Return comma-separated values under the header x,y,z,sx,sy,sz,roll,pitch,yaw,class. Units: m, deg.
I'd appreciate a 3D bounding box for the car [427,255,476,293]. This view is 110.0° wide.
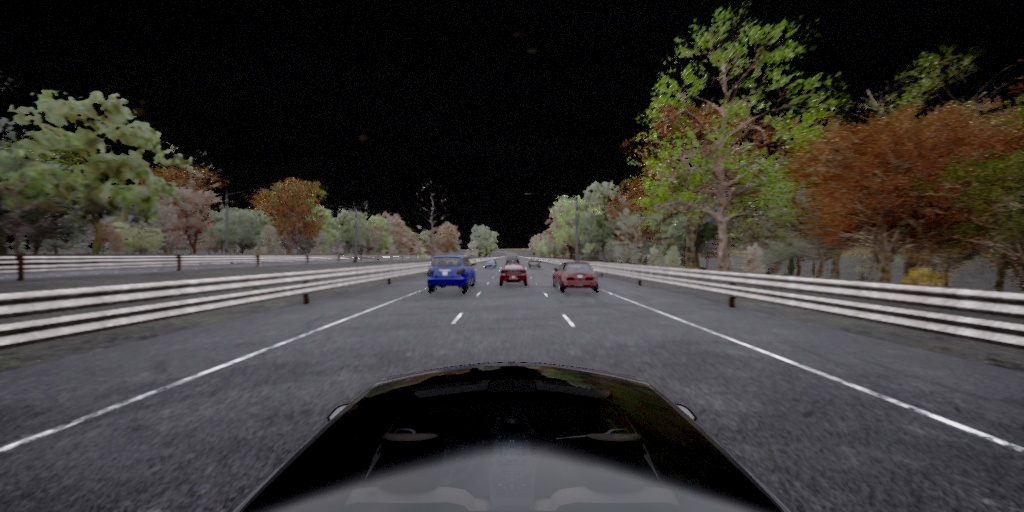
x,y,z,sx,sy,sz,roll,pitch,yaw,class
-3.406,0.972,20.929,2.150,2.045,5.566,0,0,0,car

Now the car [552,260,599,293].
x,y,z,sx,sy,sz,roll,pitch,yaw,class
3.590,1.099,21.039,2.097,1.767,4.553,0,0,0,car

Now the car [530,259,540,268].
x,y,z,sx,sy,sz,roll,pitch,yaw,class
3.601,1.237,59.383,2.128,1.511,4.902,0,0,0,car

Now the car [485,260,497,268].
x,y,z,sx,sy,sz,roll,pitch,yaw,class
-3.401,1.292,59.305,2.033,1.411,5.357,0,0,0,car

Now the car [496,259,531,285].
x,y,z,sx,sy,sz,roll,pitch,yaw,class
0.098,1.226,25.722,1.882,1.535,5.008,0,0,0,car

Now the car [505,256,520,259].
x,y,z,sx,sy,sz,roll,pitch,yaw,class
0.100,0.968,58.658,2.150,2.045,5.566,0,0,0,car
